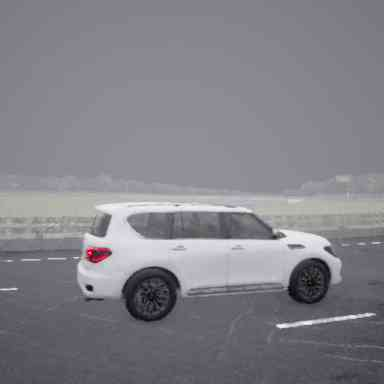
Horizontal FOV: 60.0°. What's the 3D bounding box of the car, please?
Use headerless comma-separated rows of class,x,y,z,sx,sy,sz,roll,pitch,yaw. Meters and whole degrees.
car,0.447,1.258,7.217,5.566,2.045,2.150,1,0,-18
